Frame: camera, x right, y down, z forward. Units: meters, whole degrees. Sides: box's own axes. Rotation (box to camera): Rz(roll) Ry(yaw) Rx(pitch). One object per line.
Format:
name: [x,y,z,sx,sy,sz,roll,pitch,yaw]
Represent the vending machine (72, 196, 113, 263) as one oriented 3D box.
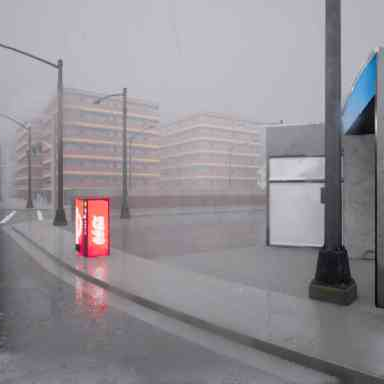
vending machine: [-3.361,1.195,11.256,1.100,2.100,0.880,0,0,-36]
